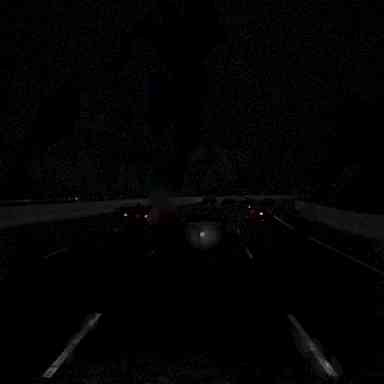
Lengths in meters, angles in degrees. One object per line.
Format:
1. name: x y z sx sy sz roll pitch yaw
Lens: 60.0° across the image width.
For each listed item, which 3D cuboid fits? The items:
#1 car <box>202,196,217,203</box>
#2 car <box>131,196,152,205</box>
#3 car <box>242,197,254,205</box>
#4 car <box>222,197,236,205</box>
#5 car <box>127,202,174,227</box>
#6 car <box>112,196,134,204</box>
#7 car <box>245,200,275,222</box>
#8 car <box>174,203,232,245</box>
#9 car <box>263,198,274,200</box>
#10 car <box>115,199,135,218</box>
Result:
1. car: 3.275 1.569 62.306 1.812 1.442 4.674 0 0 19
2. car: -8.880 1.417 59.064 1.837 1.490 4.892 1 0 17
3. car: 10.538 1.611 61.927 2.128 1.511 4.902 0 0 20
4. car: 6.975 1.646 62.241 1.994 1.385 4.181 1 0 19
5. car: -2.395 1.525 22.627 2.033 1.411 5.357 1 0 8
6. car: -12.345 1.402 59.696 1.812 1.442 4.674 1 0 17
7. car: 5.586 1.626 27.280 1.994 1.385 4.181 1 0 9
8. car: 0.685 1.500 15.494 2.128 1.511 4.902 0 0 5
9. car: 14.110 1.721 61.457 1.994 1.385 4.181 1 0 20
10. car: -4.994 1.552 29.058 1.895 1.301 4.718 1 0 9
